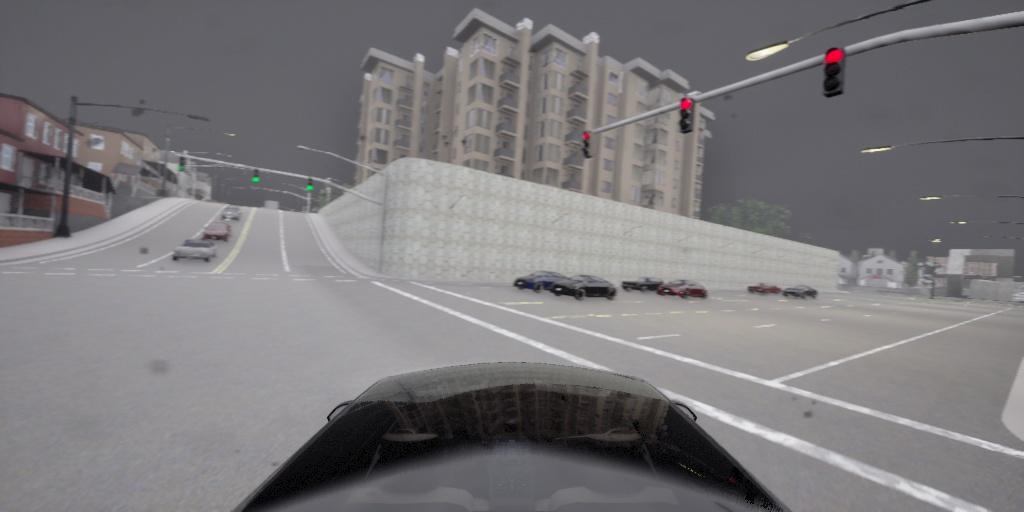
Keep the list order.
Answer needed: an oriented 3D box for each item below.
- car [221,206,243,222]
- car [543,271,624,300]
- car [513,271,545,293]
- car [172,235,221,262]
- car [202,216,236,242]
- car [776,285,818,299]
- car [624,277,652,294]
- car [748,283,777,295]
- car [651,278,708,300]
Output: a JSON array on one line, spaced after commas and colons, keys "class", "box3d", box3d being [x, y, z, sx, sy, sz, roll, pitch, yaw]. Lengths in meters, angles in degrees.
[{"class": "car", "box3d": [-35.032, -5.362, 44.871, 2.128, 1.511, 4.902, 5, 12, -34]}, {"class": "car", "box3d": [4.265, 1.810, 21.197, 4.181, 1.385, 1.994, 4, -1, -34]}, {"class": "car", "box3d": [2.160, 1.687, 24.003, 4.181, 1.385, 1.994, 5, -1, -35]}, {"class": "car", "box3d": [-22.115, -0.446, 25.139, 1.895, 1.301, 4.718, 4, 4, -34]}, {"class": "car", "box3d": [-28.414, -2.438, 34.677, 1.882, 1.535, 5.008, 5, 10, -34]}, {"class": "car", "box3d": [31.949, 3.966, 39.716, 5.357, 1.411, 2.033, 5, -1, -33]}, {"class": "car", "box3d": [11.308, 2.442, 30.150, 4.718, 1.301, 1.895, 4, -1, -34]}, {"class": "car", "box3d": [29.971, 3.906, 42.603, 4.718, 1.301, 1.895, 5, -1, -33]}, {"class": "car", "box3d": [12.827, 2.483, 26.957, 4.181, 1.385, 1.994, 5, -1, -34]}]
